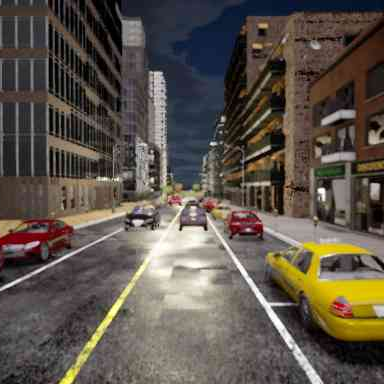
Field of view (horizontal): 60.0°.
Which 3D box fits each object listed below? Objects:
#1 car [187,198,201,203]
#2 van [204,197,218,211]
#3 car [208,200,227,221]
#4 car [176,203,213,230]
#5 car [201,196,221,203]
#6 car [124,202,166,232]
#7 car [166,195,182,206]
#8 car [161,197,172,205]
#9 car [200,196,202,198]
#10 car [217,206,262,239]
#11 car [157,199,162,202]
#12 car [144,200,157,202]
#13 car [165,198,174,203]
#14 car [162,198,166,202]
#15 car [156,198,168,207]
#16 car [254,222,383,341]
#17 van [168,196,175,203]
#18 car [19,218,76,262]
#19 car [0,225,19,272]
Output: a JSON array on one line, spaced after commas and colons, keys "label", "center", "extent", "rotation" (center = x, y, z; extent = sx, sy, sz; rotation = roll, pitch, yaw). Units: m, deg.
[{"label": "car", "center": [0.065, 1.782, 40.951], "extent": [1.837, 1.490, 4.892], "rotation": [0, -1, 0]}, {"label": "van", "center": [2.630, 1.659, 46.476], "extent": [1.690, 1.788, 3.998], "rotation": [-1, 0, 0]}, {"label": "car", "center": [2.649, 1.726, 29.552], "extent": [1.752, 1.417, 4.829], "rotation": [-1, 0, 0]}, {"label": "car", "center": [0.081, 1.698, 22.260], "extent": [2.033, 1.411, 5.357], "rotation": [0, 0, 0]}, {"label": "car", "center": [2.635, 1.593, 40.779], "extent": [2.192, 1.841, 5.009], "rotation": [-1, 0, 0]}, {"label": "car", "center": [-3.117, 1.637, 21.571], "extent": [2.128, 1.511, 4.902], "rotation": [0, 0, 0]}, {"label": "car", "center": [-3.076, 1.657, 62.965], "extent": [2.150, 2.045, 5.566], "rotation": [0, 0, 0]}, {"label": "car", "center": [-5.739, 1.957, 75.082], "extent": [1.967, 1.590, 4.097], "rotation": [-1, 0, 0]}, {"label": "car", "center": [2.628, 1.798, 52.173], "extent": [1.967, 1.590, 4.097], "rotation": [-1, 0, 0]}, {"label": "car", "center": [2.659, 1.667, 17.988], "extent": [1.887, 1.381, 4.507], "rotation": [-1, 0, 0]}, {"label": "car", "center": [-5.712, 1.862, 46.593], "extent": [1.887, 1.381, 4.507], "rotation": [-1, 0, 0]}, {"label": "car", "center": [-5.708, 1.802, 40.726], "extent": [1.752, 1.417, 4.829], "rotation": [-1, 0, 0]}, {"label": "car", "center": [-5.746, 2.162, 86.477], "extent": [1.947, 1.339, 4.313], "rotation": [-1, 0, 0]}, {"label": "car", "center": [-5.717, 1.908, 52.291], "extent": [2.008, 1.369, 4.403], "rotation": [-1, 0, 0]}, {"label": "car", "center": [-5.727, 1.961, 63.516], "extent": [1.752, 1.417, 4.829], "rotation": [-1, 0, 0]}, {"label": "car", "center": [2.668, 1.572, 6.762], "extent": [1.752, 1.417, 4.829], "rotation": [-1, 0, 0]}, {"label": "van", "center": [-5.755, 1.977, 92.176], "extent": [1.690, 1.788, 3.998], "rotation": [-1, 0, 0]}, {"label": "car", "center": [-5.682, 1.666, 12.407], "extent": [1.802, 1.307, 4.206], "rotation": [-1, 0, 0]}, {"label": "car", "center": [-5.679, 1.590, 6.710], "extent": [1.887, 1.381, 4.507], "rotation": [-1, 0, 0]}]
